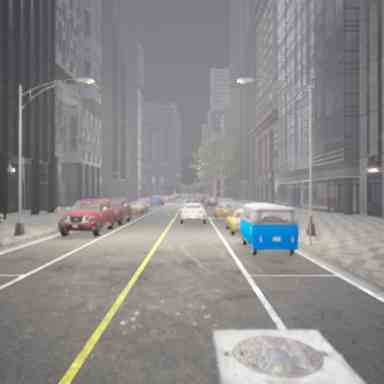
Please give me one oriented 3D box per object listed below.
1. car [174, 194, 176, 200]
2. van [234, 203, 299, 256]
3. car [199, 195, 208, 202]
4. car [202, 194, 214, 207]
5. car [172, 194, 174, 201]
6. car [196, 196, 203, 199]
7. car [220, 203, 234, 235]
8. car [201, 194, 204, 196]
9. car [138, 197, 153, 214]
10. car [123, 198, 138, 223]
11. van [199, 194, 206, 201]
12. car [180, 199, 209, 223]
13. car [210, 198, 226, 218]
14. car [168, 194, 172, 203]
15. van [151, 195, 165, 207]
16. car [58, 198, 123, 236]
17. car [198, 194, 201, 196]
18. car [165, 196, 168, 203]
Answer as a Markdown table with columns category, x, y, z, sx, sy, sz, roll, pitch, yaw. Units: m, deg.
| category | x | y | z | sx | sy | sz | roll | pitch | yaw |
| --- | --- | --- | --- | --- | --- | --- | --- | --- | --- |
| car | -5.740 | 1.716 | 86.355 | 1.802 | 1.307 | 4.206 | 0 | 0 | 0 |
| van | 2.849 | 1.364 | 13.033 | 1.690 | 1.788 | 3.998 | 0 | 0 | 0 |
| car | 2.791 | 1.559 | 80.710 | 1.967 | 1.590 | 4.097 | 0 | 0 | 0 |
| car | 2.820 | 1.482 | 46.874 | 1.967 | 1.590 | 4.097 | 0 | 0 | 0 |
| car | -5.730 | 1.648 | 75.076 | 1.887 | 1.381 | 4.507 | 0 | 0 | 0 |
| car | 0.062 | 1.605 | 46.106 | 1.994 | 1.385 | 4.181 | 0 | 0 | 0 |
| car | 2.845 | 1.553 | 18.845 | 1.752 | 1.417 | 4.829 | 0 | 0 | 0 |
| car | 2.815 | 1.490 | 52.513 | 1.967 | 1.590 | 4.097 | 0 | 0 | 0 |
| car | -5.696 | 1.560 | 35.396 | 1.752 | 1.417 | 4.829 | 0 | 0 | 1 |
| car | -5.686 | 1.346 | 24.328 | 2.192 | 1.841 | 5.009 | 0 | 0 | 0 |
| van | 2.786 | 1.475 | 86.350 | 1.690 | 1.788 | 3.998 | 0 | 0 | 0 |
| car | 0.079 | 1.557 | 25.637 | 1.812 | 1.442 | 4.674 | 0 | 0 | 0 |
| car | 2.842 | 1.558 | 30.158 | 1.752 | 1.417 | 4.829 | 0 | 0 | 1 |
| car | -5.726 | 1.528 | 69.438 | 1.967 | 1.590 | 4.097 | 0 | 0 | 0 |
| van | -5.710 | 1.390 | 52.521 | 1.690 | 1.788 | 3.998 | 0 | 0 | 0 |
| car | -5.681 | 1.342 | 18.688 | 2.192 | 1.841 | 5.009 | 0 | 0 | 0 |
| car | 2.805 | 1.388 | 63.793 | 2.192 | 1.841 | 5.009 | 0 | 0 | 0 |
| car | -5.715 | 1.625 | 58.159 | 1.947 | 1.339 | 4.313 | 0 | 0 | 0 |
